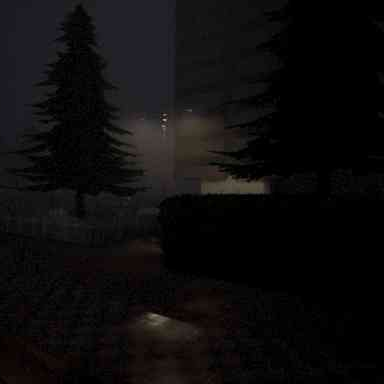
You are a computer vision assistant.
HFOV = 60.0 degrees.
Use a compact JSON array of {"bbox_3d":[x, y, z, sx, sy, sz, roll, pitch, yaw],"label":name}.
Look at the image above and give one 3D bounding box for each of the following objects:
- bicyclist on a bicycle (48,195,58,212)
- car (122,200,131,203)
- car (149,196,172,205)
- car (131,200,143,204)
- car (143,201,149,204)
[{"bbox_3d":[-13.199,1.134,31.535,1.656,1.620,0.582,0,0,36],"label":"bicyclist on a bicycle"},{"bbox_3d":[-10.472,1.102,60.009,2.097,1.767,4.553,0,0,36],"label":"car"},{"bbox_3d":[-3.700,1.360,51.340,2.033,1.411,5.357,0,0,36],"label":"car"},{"bbox_3d":[-7.685,1.263,57.891,2.128,1.511,4.902,0,0,36],"label":"car"},{"bbox_3d":[-5.534,1.354,54.751,1.994,1.385,4.181,0,0,36],"label":"car"}]
